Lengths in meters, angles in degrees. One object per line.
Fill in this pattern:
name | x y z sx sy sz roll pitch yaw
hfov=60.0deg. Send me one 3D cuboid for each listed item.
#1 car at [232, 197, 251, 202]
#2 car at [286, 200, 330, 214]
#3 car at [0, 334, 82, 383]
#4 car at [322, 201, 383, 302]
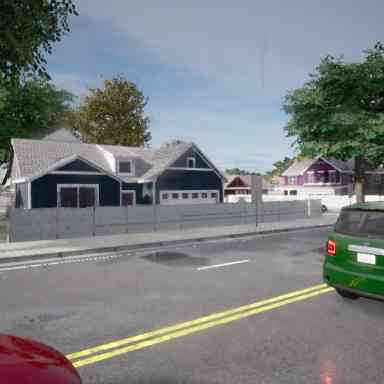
car | 7.331 1.426 44.762 2.097 1.767 4.553 -1 0 -31
car | 12.646 1.574 36.443 1.994 1.385 4.181 -1 0 -34
car | -2.979 1.476 1.317 5.008 1.535 1.882 0 0 -35
car | 5.144 1.209 7.149 5.566 2.045 2.150 0 0 -35
